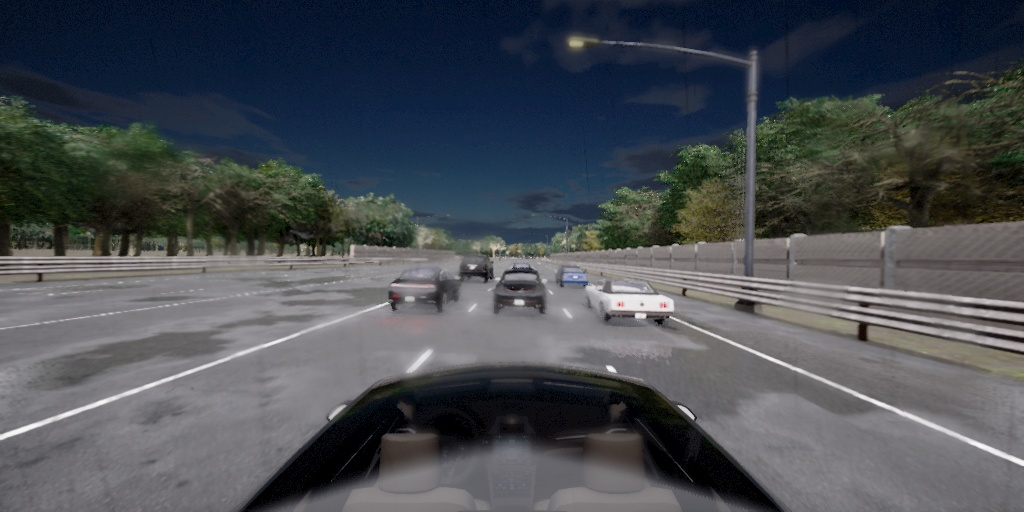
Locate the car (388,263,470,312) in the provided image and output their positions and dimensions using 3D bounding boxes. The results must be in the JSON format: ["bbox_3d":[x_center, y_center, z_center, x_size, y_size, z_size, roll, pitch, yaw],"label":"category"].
[{"bbox_3d":[-3.166,1.176,13.845,2.128,1.511,4.902,1,0,2],"label":"car"}]

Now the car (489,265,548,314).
[{"bbox_3d":[0.339,1.266,13.952,1.837,1.490,4.892,1,0,2],"label":"car"}]

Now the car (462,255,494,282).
[{"bbox_3d":[-2.723,0.932,28.428,2.150,2.045,5.566,1,0,2],"label":"car"}]

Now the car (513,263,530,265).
[{"bbox_3d":[0.802,1.278,29.311,2.128,1.511,4.902,1,0,2],"label":"car"}]

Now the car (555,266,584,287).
[{"bbox_3d":[4.159,1.402,25.493,2.033,1.411,5.357,1,0,2],"label":"car"}]

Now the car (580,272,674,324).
[{"bbox_3d":[3.786,1.436,12.499,1.895,1.301,4.718,1,0,2],"label":"car"}]
